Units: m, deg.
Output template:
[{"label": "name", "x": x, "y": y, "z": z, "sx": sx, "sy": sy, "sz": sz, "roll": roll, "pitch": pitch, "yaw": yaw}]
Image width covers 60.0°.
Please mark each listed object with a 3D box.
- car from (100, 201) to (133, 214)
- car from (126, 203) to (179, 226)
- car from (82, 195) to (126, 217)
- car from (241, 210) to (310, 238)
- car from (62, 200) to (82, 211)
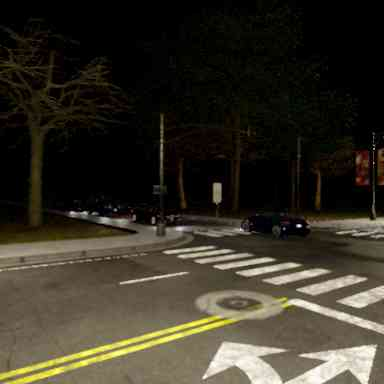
[{"label": "car", "x": -8.705, "y": 1.710, "z": 38.069, "sx": 1.895, "sy": 1.301, "sz": 4.718, "roll": 1, "pitch": 0, "yaw": -36}, {"label": "car", "x": -2.820, "y": 1.596, "z": 24.736, "sx": 1.837, "sy": 1.490, "sz": 4.892, "roll": 1, "pitch": 0, "yaw": -37}, {"label": "car", "x": -8.648, "y": 1.303, "z": 32.918, "sx": 2.150, "sy": 2.045, "sz": 5.566, "roll": 1, "pitch": 0, "yaw": -36}, {"label": "car", "x": 4.573, "y": 1.695, "z": 18.701, "sx": 1.994, "sy": 1.385, "sz": 4.181, "roll": 1, "pitch": 0, "yaw": -25}, {"label": "car", "x": -14.580, "y": 1.676, "z": 41.236, "sx": 1.895, "sy": 1.301, "sz": 4.718, "roll": 1, "pitch": 0, "yaw": -36}]
